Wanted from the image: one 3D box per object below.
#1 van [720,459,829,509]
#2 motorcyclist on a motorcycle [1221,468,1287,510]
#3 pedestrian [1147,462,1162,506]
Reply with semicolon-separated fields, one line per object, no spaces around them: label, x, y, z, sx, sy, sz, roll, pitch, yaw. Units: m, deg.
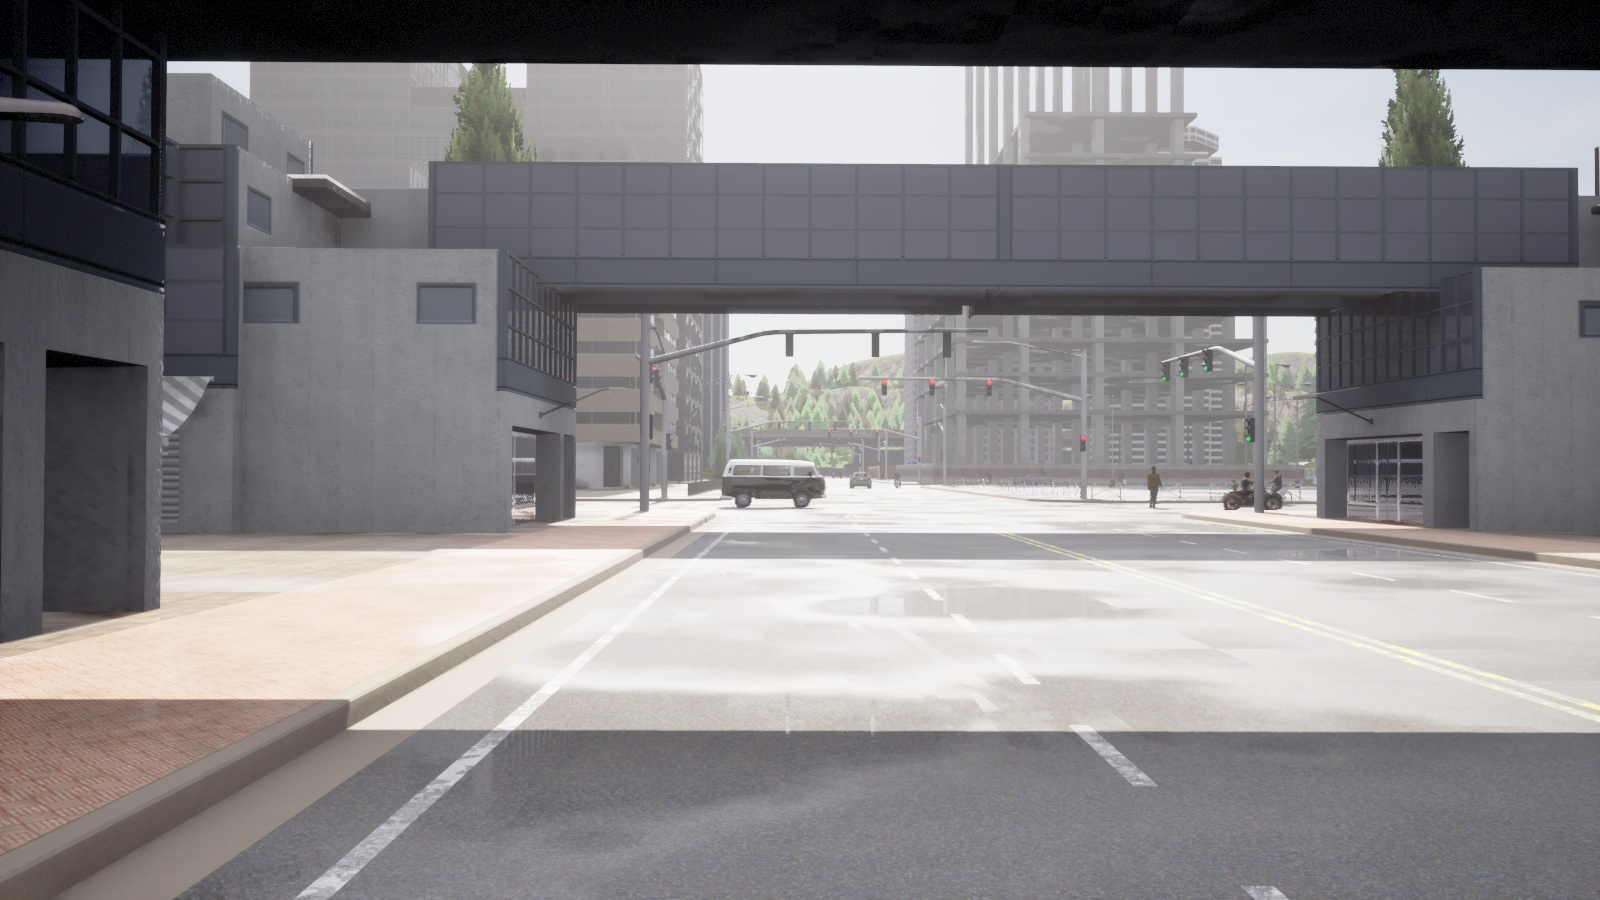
van;-1.058;1.429;52.922;4.480;2.038;2.069;0;-1;-1
motorcyclist on a motorcycle;17.950;1.525;49.671;2.350;1.649;0.766;0;-1;0
pedestrian;15.116;1.444;53.594;0.431;1.840;0.709;0;-1;2
